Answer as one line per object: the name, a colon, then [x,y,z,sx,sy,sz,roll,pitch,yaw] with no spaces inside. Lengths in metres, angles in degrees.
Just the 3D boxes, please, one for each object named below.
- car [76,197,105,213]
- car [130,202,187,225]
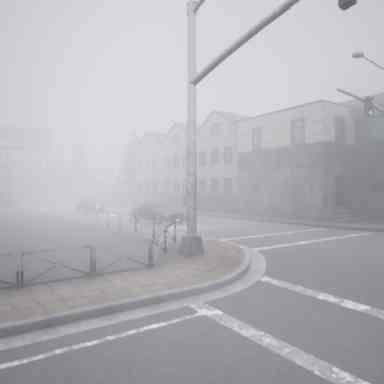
car: [-10.583,1.325,34.530,2.128,1.511,4.902,0,0,-35]
car: [-2.417,1.381,22.971,2.033,1.411,5.357,0,0,-35]
